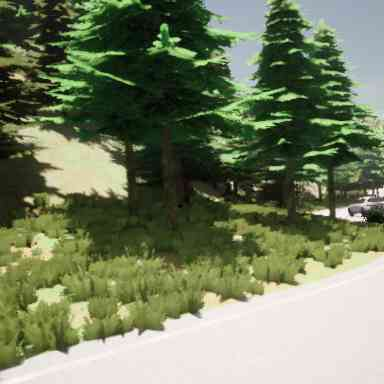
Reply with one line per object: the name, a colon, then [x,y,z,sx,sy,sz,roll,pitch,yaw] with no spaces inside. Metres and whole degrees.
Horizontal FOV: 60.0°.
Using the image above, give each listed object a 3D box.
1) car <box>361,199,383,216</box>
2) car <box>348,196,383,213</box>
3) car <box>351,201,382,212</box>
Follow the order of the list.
car: [14.528,1.595,24.353,2.097,1.767,4.553,-3,-2,9]
car: [18.723,1.595,35.738,2.150,2.045,5.566,-3,-4,5]
car: [25.468,2.066,48.521,5.357,1.411,2.033,-1,1,-39]
